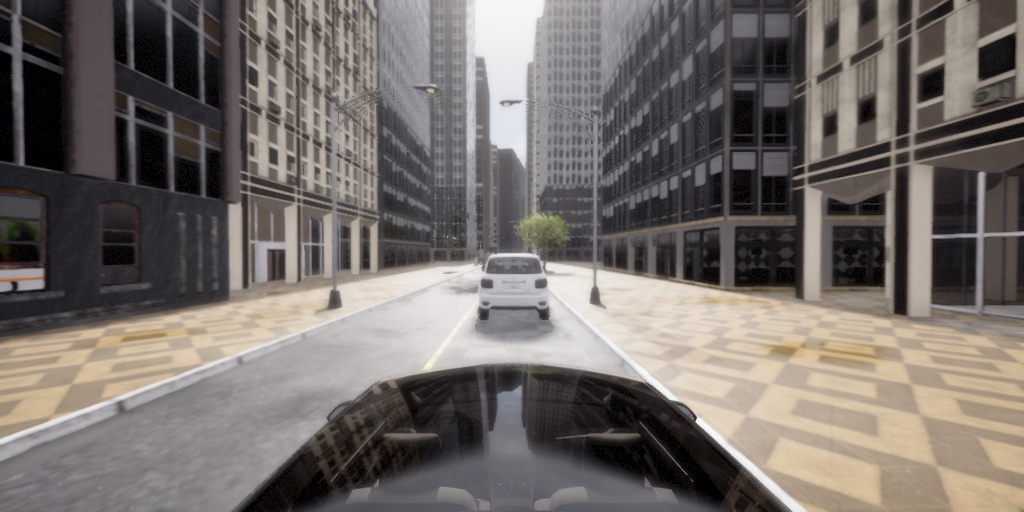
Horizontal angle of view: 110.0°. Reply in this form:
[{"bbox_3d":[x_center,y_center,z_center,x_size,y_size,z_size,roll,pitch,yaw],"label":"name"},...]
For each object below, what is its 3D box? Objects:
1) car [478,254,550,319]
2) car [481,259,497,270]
[{"bbox_3d":[0.064,0.938,12.715,2.150,2.045,5.566,0,0,0],"label":"car"},{"bbox_3d":[-3.069,1.135,48.683,1.837,1.490,4.892,0,-1,0],"label":"car"}]
